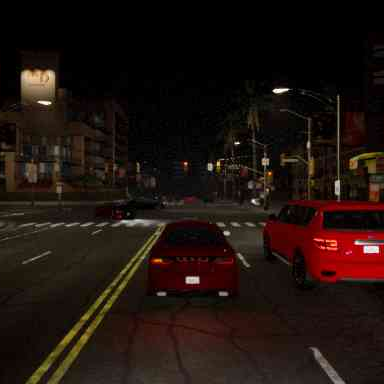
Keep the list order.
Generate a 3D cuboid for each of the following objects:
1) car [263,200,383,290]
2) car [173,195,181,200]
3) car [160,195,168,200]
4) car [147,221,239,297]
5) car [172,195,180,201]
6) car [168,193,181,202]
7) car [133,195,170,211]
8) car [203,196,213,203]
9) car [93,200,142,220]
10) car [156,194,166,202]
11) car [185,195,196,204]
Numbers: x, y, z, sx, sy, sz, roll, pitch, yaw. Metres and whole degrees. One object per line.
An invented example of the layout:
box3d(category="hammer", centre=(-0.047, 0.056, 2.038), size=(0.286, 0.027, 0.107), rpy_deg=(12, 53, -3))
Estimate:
box3d(category="car", centre=(3.511, 1.221, 9.197), size=(2.150, 2.045, 5.566), rpy_deg=(0, 0, 0))
box3d(category="car", centre=(-4.111, 1.552, 92.503), size=(1.994, 1.385, 4.181), rpy_deg=(0, 0, 0))
box3d(category="car", centre=(-7.595, 1.500, 90.642), size=(1.837, 1.490, 4.892), rpy_deg=(0, 0, 0))
box3d(category="car", centre=(0.014, 1.478, 8.621), size=(1.882, 1.535, 5.008), rpy_deg=(0, 0, 0))
box3d(category="car", centre=(-4.042, 1.524, 82.700), size=(1.812, 1.442, 4.674), rpy_deg=(0, 0, 0))
box3d(category="car", centre=(-3.977, 1.225, 72.984), size=(2.150, 2.045, 5.566), rpy_deg=(0, 0, 0))
box3d(category="car", centre=(-5.548, 1.491, 38.485), size=(4.902, 1.511, 2.128), rpy_deg=(0, 0, -29))
box3d(category="car", centre=(3.167, 1.525, 66.398), size=(1.812, 1.442, 4.674), rpy_deg=(0, 0, 0))
box3d(category="car", centre=(-6.475, 1.564, 27.716), size=(4.181, 1.385, 1.994), rpy_deg=(0, 0, 43))
box3d(category="car", centre=(-7.528, 1.355, 80.578), size=(2.097, 1.767, 4.553), rpy_deg=(0, 0, 0))
box3d(category="car", centre=(-0.322, 1.352, 64.891), size=(2.097, 1.767, 4.553), rpy_deg=(0, 0, 0))
